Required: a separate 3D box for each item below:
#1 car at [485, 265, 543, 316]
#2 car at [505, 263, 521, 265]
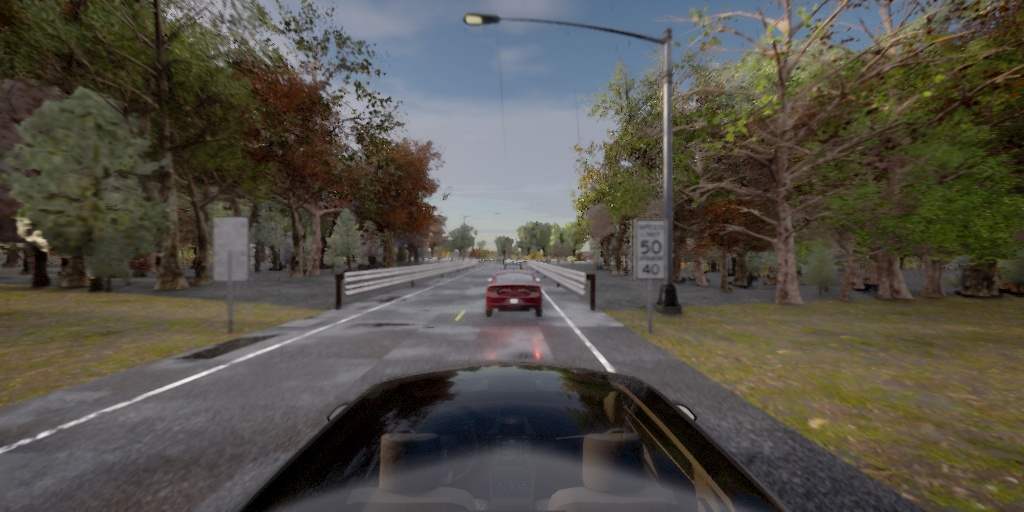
[{"bbox_3d":[0.076,1.250,13.481,1.882,1.535,5.008,0,-1,0],"label":"car"},{"bbox_3d":[0.075,1.306,27.820,1.837,1.490,4.892,0,0,0],"label":"car"}]
